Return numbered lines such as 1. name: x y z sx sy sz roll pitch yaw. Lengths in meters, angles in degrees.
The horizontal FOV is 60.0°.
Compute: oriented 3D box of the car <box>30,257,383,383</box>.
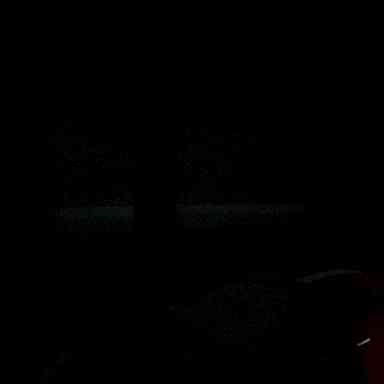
1. car: 0.811 1.523 3.531 4.674 1.442 1.812 0 0 -36
